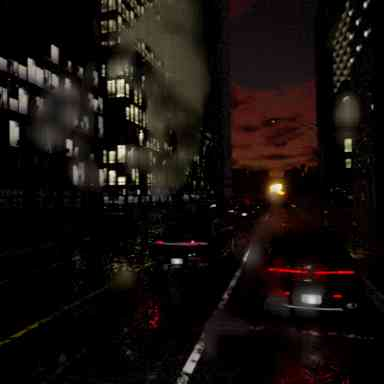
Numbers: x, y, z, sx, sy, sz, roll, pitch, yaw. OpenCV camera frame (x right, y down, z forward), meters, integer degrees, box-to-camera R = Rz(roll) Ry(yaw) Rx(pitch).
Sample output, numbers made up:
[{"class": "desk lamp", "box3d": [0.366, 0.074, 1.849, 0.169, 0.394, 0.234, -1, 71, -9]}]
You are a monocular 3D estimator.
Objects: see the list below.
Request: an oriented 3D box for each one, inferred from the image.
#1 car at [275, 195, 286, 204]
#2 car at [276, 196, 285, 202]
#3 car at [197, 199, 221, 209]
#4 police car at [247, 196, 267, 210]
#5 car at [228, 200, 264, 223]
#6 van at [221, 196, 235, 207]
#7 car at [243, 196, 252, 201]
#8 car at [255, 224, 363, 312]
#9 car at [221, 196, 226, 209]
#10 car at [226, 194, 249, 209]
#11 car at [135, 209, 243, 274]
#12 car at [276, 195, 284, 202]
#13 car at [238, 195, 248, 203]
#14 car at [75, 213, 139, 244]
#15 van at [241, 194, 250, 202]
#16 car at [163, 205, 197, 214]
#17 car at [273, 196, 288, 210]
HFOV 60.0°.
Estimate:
[{"class": "car", "box3d": [17.078, 1.465, 64.308, 1.967, 1.590, 4.097, -1, 0, 15]}, {"class": "car", "box3d": [19.995, 1.606, 75.312, 1.802, 1.307, 4.206, -1, 0, 15]}, {"class": "car", "box3d": [1.694, 1.737, 38.956, 2.008, 1.369, 4.403, -1, 0, 15]}, {"class": "police car", "box3d": [8.741, 1.501, 43.369, 1.930, 1.638, 5.238, -1, 0, 15]}, {"class": "car", "box3d": [4.384, 1.632, 26.515, 1.994, 1.385, 4.181, -1, 0, 15]}, {"class": "van", "box3d": [6.065, 1.531, 55.464, 1.690, 1.788, 3.998, -1, 0, 15]}, {"class": "car", "box3d": [14.815, 1.752, 88.477, 1.947, 1.339, 4.313, -1, 0, 15]}, {"class": "car", "box3d": [2.566, 1.502, 7.773, 1.837, 1.490, 4.892, -1, 0, 15]}, {"class": "car", "box3d": [4.610, 1.734, 49.961, 1.887, 1.381, 4.507, -1, 0, 15]}, {"class": "car", "box3d": [6.827, 1.348, 47.879, 2.150, 2.045, 5.566, -1, 0, 15]}, {"class": "car", "box3d": [0.234, 1.552, 10.857, 2.128, 1.511, 4.902, -1, 0, 15]}, {"class": "car", "box3d": [21.496, 1.548, 80.979, 1.752, 1.417, 4.829, -1, 0, 15]}, {"class": "car", "box3d": [11.897, 1.629, 77.472, 1.967, 1.590, 4.097, -1, 0, 15]}, {"class": "car", "box3d": [-4.138, 1.742, 16.947, 1.947, 1.339, 4.313, -1, 0, 15]}, {"class": "van", "box3d": [13.354, 1.528, 82.976, 1.690, 1.788, 3.998, -1, 0, 15]}, {"class": "car", "box3d": [-1.221, 1.764, 27.949, 1.802, 1.307, 4.206, -1, 0, 15]}, {"class": "car", "box3d": [11.248, 1.589, 42.300, 1.947, 1.339, 4.313, -1, 0, 15]}]
